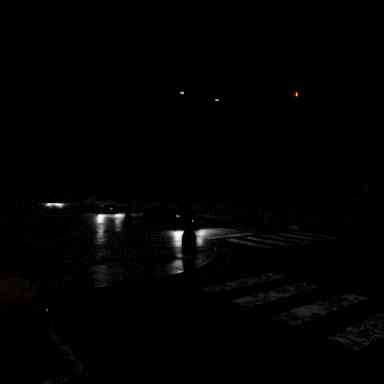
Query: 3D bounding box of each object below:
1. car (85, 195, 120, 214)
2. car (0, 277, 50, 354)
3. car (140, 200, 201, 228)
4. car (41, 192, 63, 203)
[{"bbox_3d":[-7.851,1.022,28.789,1.812,1.442,4.674,0,1,-35],"label":"car"},{"bbox_3d":[-4.222,1.525,3.650,4.829,1.417,1.752,0,0,-35],"label":"car"},{"bbox_3d":[-1.406,1.227,19.770,1.812,1.442,4.674,0,1,-37],"label":"car"},{"bbox_3d":[-18.391,0.742,43.609,1.994,1.385,4.181,0,1,-35],"label":"car"}]
